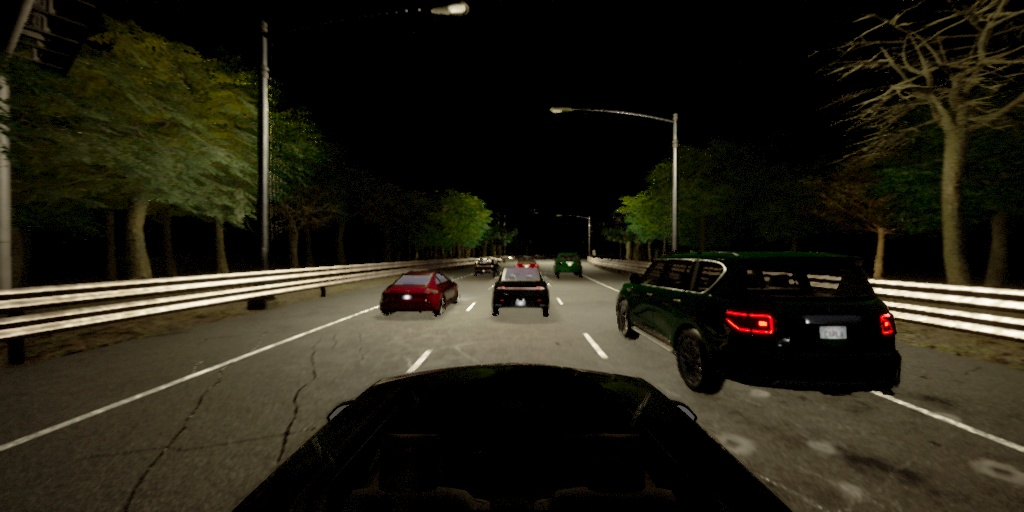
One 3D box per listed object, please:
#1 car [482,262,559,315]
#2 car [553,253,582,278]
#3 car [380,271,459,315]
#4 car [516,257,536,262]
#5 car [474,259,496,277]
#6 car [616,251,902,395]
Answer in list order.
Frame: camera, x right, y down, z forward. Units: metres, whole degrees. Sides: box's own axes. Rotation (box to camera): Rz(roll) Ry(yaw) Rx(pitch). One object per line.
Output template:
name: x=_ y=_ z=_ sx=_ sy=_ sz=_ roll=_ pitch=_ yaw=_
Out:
car: x=0.324 y=1.161 z=13.007 sx=2.128 sy=1.511 sz=4.902 roll=0 pitch=0 yaw=2
car: x=4.803 y=0.768 z=31.197 sx=2.150 sy=2.045 sz=5.566 roll=0 pitch=0 yaw=4
car: x=-3.173 y=1.229 z=13.048 sx=1.994 sy=1.385 sz=4.181 roll=0 pitch=0 yaw=2
car: x=1.354 y=0.890 z=31.817 sx=2.097 sy=1.767 sz=4.553 roll=0 pitch=0 yaw=4
car: x=-2.140 y=1.023 z=32.061 sx=2.128 sy=1.511 sz=4.902 roll=0 pitch=0 yaw=4
car: x=3.667 y=0.940 z=6.732 sx=2.150 sy=2.045 sz=5.566 roll=0 pitch=0 yaw=1
